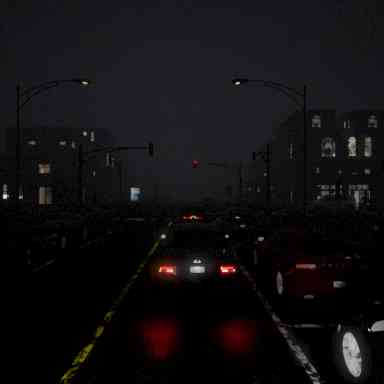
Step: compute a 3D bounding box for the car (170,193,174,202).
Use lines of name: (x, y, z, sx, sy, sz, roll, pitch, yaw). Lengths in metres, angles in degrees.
car: (-5.775, 1.451, 74.149, 1.967, 1.590, 4.097, 0, 0, 0)

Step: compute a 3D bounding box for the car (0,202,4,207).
car: (-25.499, 1.447, 40.427, 4.829, 1.417, 1.752, 0, -1, 1)

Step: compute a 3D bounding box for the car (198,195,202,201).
car: (2.618, 1.590, 63.101, 1.802, 1.307, 4.206, 0, 0, 0)

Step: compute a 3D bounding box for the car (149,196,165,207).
car: (-5.749, 1.588, 52.062, 1.802, 1.307, 4.206, 0, 0, 0)

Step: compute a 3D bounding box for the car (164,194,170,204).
car: (-5.762, 1.559, 63.105, 2.008, 1.369, 4.403, 0, 0, 0)

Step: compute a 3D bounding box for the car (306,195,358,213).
car: (15.567, 1.315, 37.253, 5.566, 2.045, 2.150, 0, 0, 1)

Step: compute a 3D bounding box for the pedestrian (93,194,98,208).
pedestrian: (-12.603, 1.135, 43.187, 0.375, 1.860, 0.375, 0, -1, 1)

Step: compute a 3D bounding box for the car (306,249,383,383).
car: (2.691, 1.551, 2.593, 2.008, 1.369, 4.403, 0, 0, 0)

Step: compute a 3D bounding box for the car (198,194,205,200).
car: (2.586, 1.458, 90.712, 1.967, 1.590, 4.097, 0, 0, 0)

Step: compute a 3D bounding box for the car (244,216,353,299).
car: (2.685, 1.546, 8.285, 1.887, 1.381, 4.507, 0, 0, 0)

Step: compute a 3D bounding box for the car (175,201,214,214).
car: (0.077, 1.507, 19.462, 1.837, 1.490, 4.892, 0, 0, 0)

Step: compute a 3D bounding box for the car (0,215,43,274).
car: (-5.695, 1.441, 8.292, 1.967, 1.590, 4.097, 0, 0, 0)

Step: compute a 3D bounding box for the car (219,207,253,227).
car: (2.671, 1.553, 19.669, 2.008, 1.369, 4.403, 0, 0, 0)

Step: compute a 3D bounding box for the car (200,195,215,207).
car: (2.632, 1.572, 52.059, 1.947, 1.339, 4.313, 0, 0, 0)

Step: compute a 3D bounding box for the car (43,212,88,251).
car: (-5.703, 1.552, 13.984, 2.008, 1.369, 4.403, 0, 0, 0)

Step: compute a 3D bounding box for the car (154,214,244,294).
car: (0.089, 1.548, 8.941, 2.033, 1.411, 5.357, 0, 0, 0)
